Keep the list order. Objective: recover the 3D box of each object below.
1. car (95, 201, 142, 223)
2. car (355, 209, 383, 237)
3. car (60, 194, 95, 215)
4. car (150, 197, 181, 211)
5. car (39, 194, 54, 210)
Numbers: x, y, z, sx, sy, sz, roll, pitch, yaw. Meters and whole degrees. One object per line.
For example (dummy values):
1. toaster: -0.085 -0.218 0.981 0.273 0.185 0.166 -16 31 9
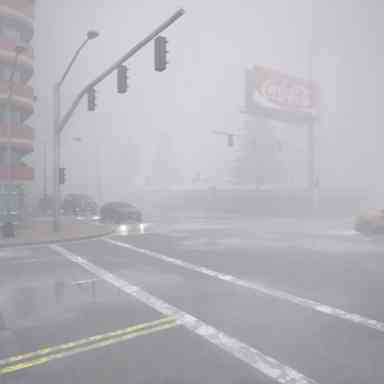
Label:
1. car: -5.590 1.505 25.871 1.837 1.490 4.892 0 0 -36
2. car: 10.259 1.564 16.185 1.994 1.385 4.181 0 0 -36
3. car: -11.590 1.221 34.206 2.150 2.045 5.566 0 0 -36
4. car: -3.306 1.352 41.006 2.097 1.767 4.553 0 0 -36
5. car: -18.742 1.222 44.159 2.150 2.045 5.566 0 0 -35
